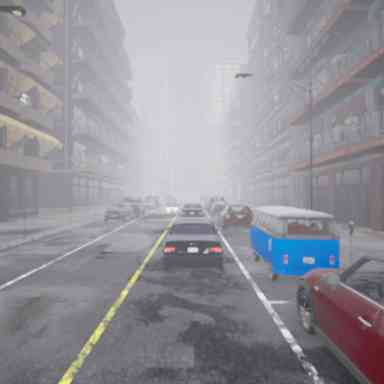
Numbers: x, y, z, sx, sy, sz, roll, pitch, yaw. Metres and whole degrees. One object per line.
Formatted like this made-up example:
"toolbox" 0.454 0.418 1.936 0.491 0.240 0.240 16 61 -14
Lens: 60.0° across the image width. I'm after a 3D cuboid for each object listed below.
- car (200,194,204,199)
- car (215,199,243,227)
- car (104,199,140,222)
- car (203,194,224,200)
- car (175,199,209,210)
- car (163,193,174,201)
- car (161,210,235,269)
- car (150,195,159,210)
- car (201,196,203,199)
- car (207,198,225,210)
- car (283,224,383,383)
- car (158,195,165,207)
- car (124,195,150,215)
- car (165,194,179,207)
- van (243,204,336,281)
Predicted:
"car" 3.009 1.455 62.910 1.801 1.575 5.366 0 0 0
"car" 2.709 1.443 20.637 1.967 1.590 4.097 1 0 0
"car" -5.673 1.555 26.126 2.008 1.369 4.403 1 0 0
"car" 2.714 1.318 37.258 2.192 1.841 5.009 1 0 0
"car" 0.046 1.551 26.119 2.033 1.411 5.357 0 0 0
"car" -5.661 1.310 81.531 2.192 1.841 5.009 1 0 0
"car" 0.044 1.550 11.119 2.033 1.411 5.357 0 0 0
"car" -5.670 1.528 42.578 1.752 1.417 4.829 1 0 0
"car" 2.711 1.552 48.339 2.008 1.369 4.403 1 0 0
"car" 2.709 1.548 31.719 1.887 1.381 4.507 1 0 0
"car" 2.707 1.441 4.015 1.967 1.590 4.097 1 0 0
"car" -5.665 1.317 48.288 2.192 1.841 5.009 1 0 0
"car" -5.667 1.319 31.667 2.192 1.841 5.009 1 0 0
"car" -3.072 1.492 52.327 2.128 1.511 4.902 0 0 0
"van" 2.710 1.343 9.555 1.690 1.788 3.998 1 0 0
